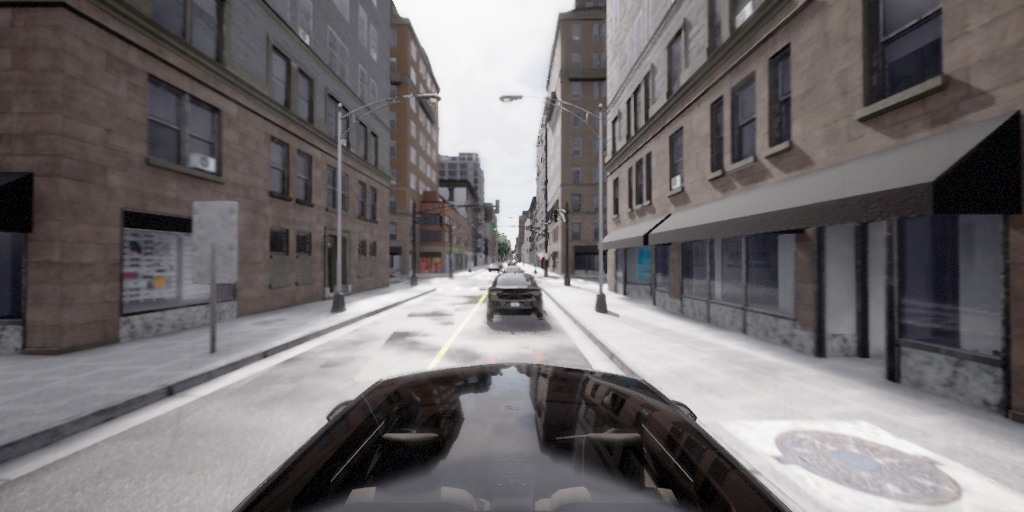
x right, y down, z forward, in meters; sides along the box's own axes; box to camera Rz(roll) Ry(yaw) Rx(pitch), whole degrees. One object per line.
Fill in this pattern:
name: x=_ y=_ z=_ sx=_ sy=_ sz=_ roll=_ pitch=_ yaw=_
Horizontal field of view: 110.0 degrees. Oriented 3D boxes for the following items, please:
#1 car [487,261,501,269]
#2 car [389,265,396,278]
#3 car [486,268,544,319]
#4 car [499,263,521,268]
car: x=-3.063 y=1.989 z=60.796 sx=2.033 sy=1.411 sz=5.357 roll=0 pitch=-1 yaw=1
car: x=-14.605 y=1.608 z=37.958 sx=4.097 sy=1.591 sz=1.967 roll=0 pitch=0 yaw=1
car: x=0.100 y=1.371 z=13.510 sx=1.882 sy=1.535 sz=5.008 roll=0 pitch=-1 yaw=0
car: x=0.098 y=1.598 z=30.104 sx=1.837 sy=1.490 sz=4.892 roll=0 pitch=0 yaw=0
